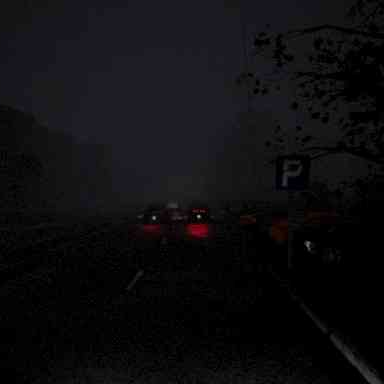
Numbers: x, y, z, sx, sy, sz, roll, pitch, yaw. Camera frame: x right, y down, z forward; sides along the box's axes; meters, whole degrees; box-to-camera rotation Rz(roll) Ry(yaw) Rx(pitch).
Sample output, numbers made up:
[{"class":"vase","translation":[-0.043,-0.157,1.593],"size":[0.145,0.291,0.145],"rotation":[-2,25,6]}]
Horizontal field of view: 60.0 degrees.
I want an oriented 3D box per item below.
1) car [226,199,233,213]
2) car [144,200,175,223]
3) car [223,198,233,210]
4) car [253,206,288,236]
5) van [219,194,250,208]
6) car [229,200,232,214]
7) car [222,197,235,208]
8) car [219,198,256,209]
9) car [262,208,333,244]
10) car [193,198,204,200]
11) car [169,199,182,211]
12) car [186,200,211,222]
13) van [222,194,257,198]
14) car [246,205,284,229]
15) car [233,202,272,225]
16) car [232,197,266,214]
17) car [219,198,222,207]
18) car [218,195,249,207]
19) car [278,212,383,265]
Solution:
[{"class":"car","translation":[6.109,1.709,33.159],"size":[4.674,1.452,2.002],"rotation":[0,0,1]},{"class":"car","translation":[-2.756,1.660,27.197],"size":[1.837,1.490,4.892],"rotation":[0,0,2]},{"class":"car","translation":[6.125,1.694,35.918],"size":[4.792,1.488,2.163],"rotation":[0,0,1]},{"class":"car","translation":[5.820,1.633,16.632],"size":[4.892,1.521,2.231],"rotation":[0,0,1]},{"class":"van","translation":[6.284,1.351,49.690],"size":[4.442,1.987,1.878],"rotation":[0,1,1]},{"class":"car","translation":[6.055,1.711,30.406],"size":[4.674,1.452,2.002],"rotation":[0,0,1]},{"class":"car","translation":[6.233,1.682,38.668],"size":[4.792,1.488,2.163],"rotation":[0,0,1]},{"class":"car","translation":[6.344,1.603,46.933],"size":[4.892,1.521,2.231],"rotation":[0,0,1]},{"class":"car","translation":[5.759,1.614,13.880],"size":[5.008,1.535,2.097],"rotation":[0,0,1]},{"class":"car","translation":[0.869,1.596,44.738],"size":[1.882,1.535,5.008],"rotation":[0,1,1]},{"class":"car","translation":[-2.423,1.640,43.303],"size":[1.812,1.442,4.674],"rotation":[0,1,1]},{"class":"car","translation":[0.583,1.673,28.400],"size":[1.837,1.490,4.892],"rotation":[0,0,1]},{"class":"van","translation":[6.370,1.415,41.418],"size":[4.442,1.987,1.878],"rotation":[0,0,1]},{"class":"car","translation":[5.891,1.678,19.382],"size":[4.792,1.488,2.163],"rotation":[0,0,1]},{"class":"car","translation":[5.726,1.655,22.145],"size":[5.366,1.575,1.946],"rotation":[0,0,1]},{"class":"car","translation":[5.978,1.548,27.645],"size":[4.553,1.767,2.185],"rotation":[0,0,1]},{"class":"car","translation":[6.273,1.498,44.305],"size":[4.553,1.767,2.185],"rotation":[0,0,1]},{"class":"car","translation":[6.479,1.419,52.440],"size":[4.553,1.767,2.185],"rotation":[0,1,1]},{"class":"car","translation":[5.709,1.596,11.125],"size":[4.892,1.521,2.231],"rotation":[0,0,1]}]
